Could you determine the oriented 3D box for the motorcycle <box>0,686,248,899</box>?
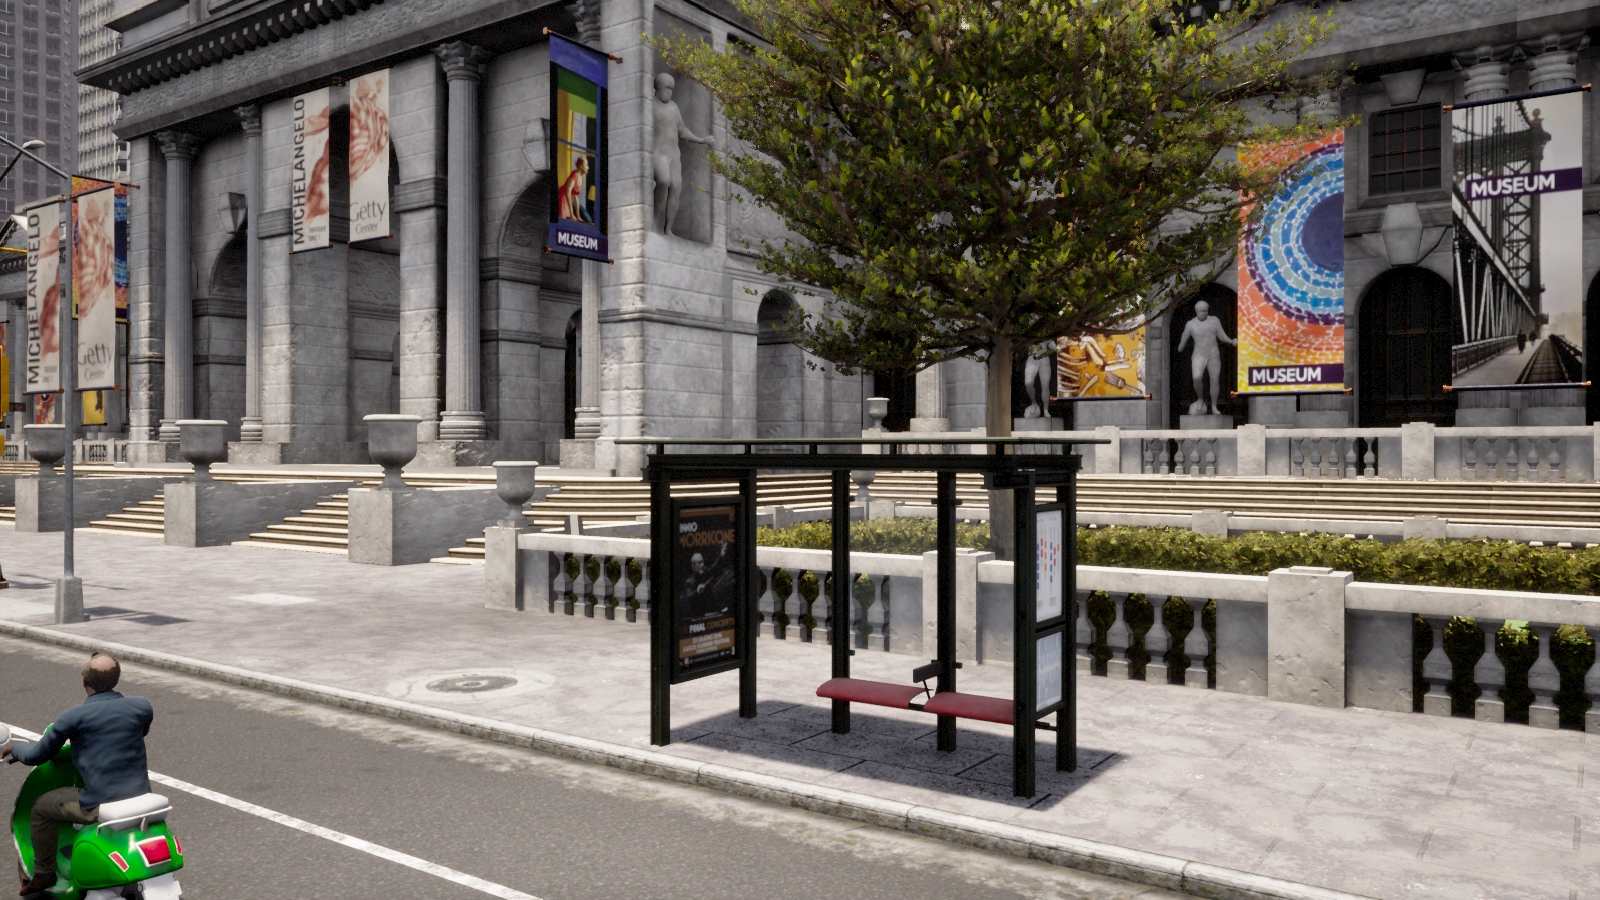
[{"bbox_3d":[-4.138,2.179,6.693,1.805,1.236,0.856,0,0,35],"label":"motorcycle"}]
